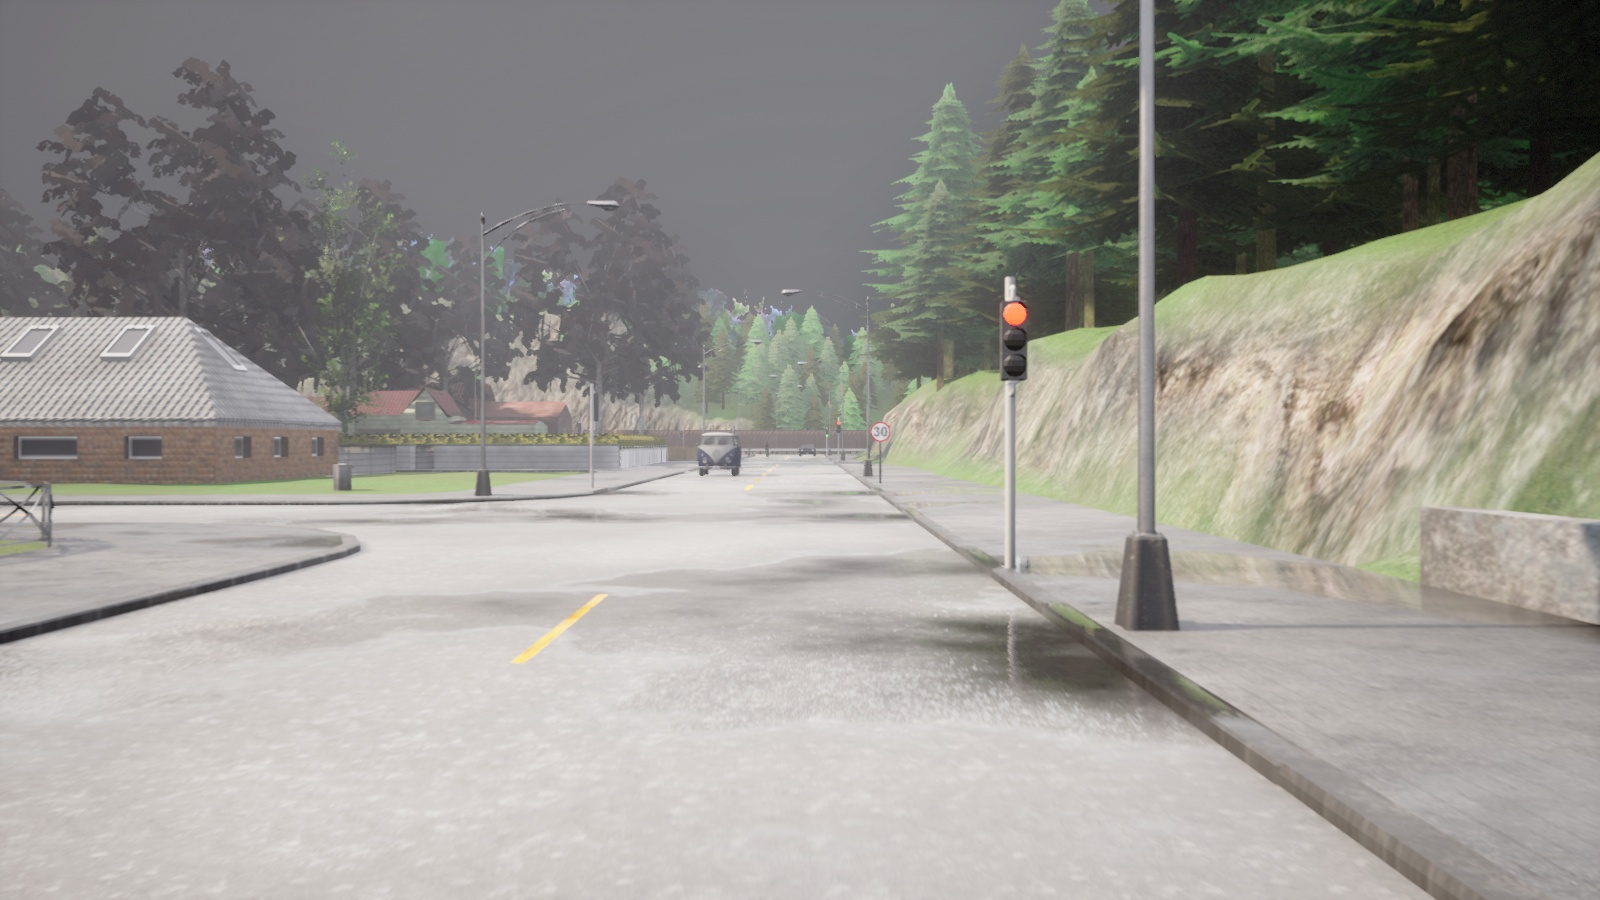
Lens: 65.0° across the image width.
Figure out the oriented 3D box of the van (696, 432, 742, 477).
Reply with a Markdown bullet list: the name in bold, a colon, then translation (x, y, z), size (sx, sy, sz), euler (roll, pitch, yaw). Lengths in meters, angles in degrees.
- **van**: translation (-3.655, 0.175, 56.998), size (1.775, 1.987, 4.442), euler (0, 0, 0)
